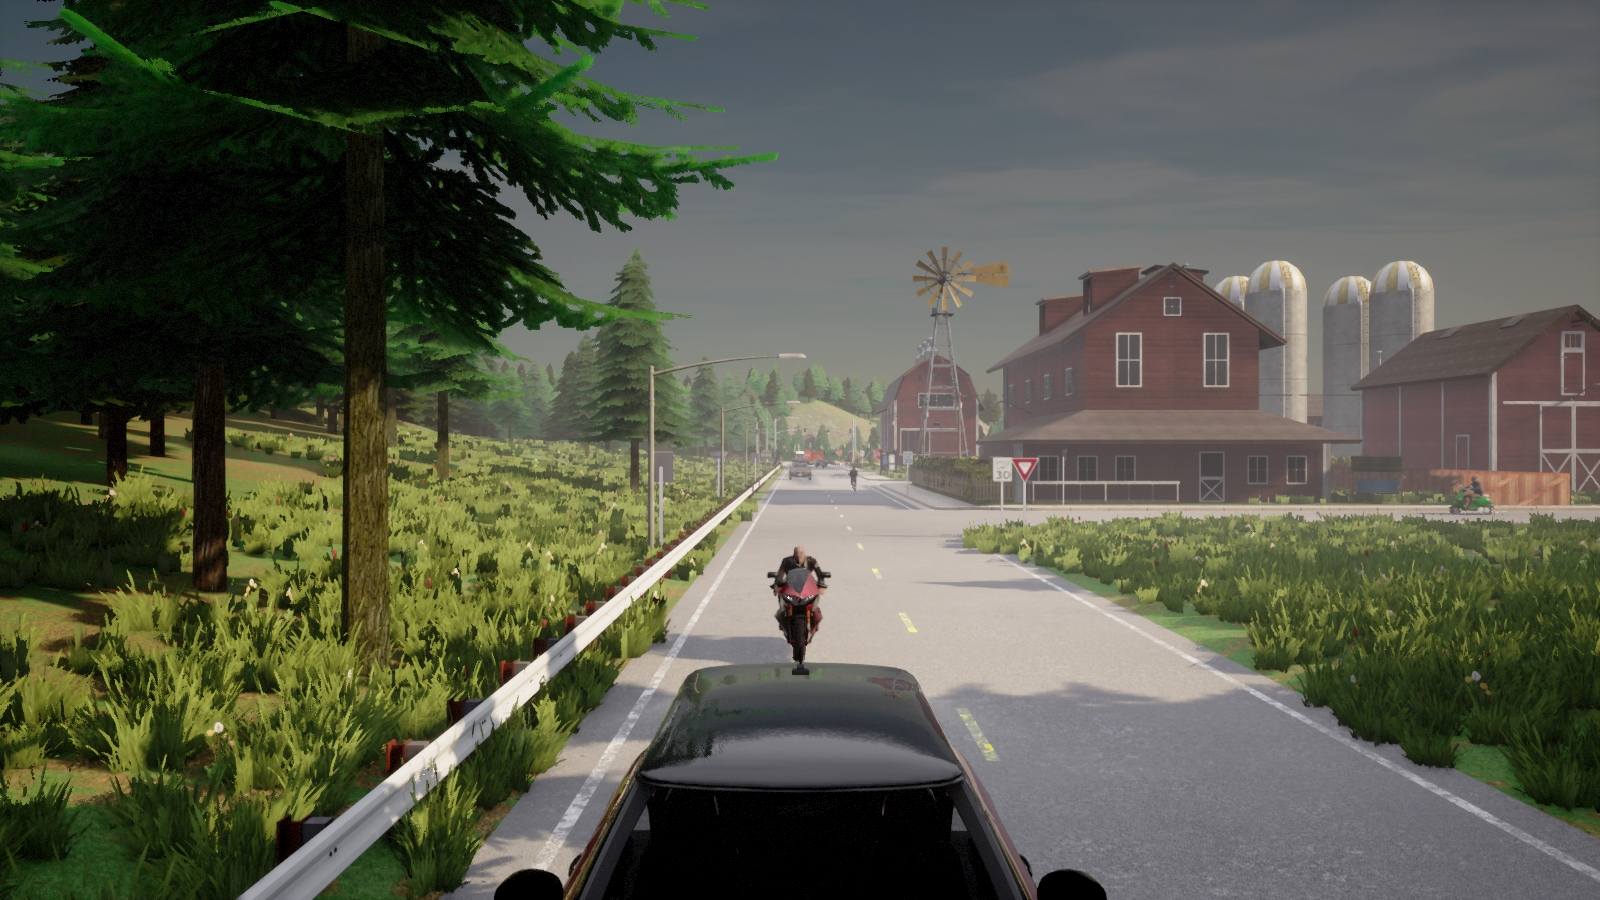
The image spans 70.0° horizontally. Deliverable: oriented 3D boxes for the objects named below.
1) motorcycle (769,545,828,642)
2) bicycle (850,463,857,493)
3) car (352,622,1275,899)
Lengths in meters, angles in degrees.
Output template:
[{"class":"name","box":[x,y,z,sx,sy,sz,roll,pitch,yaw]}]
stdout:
[{"class":"motorcycle","box":[-0.029,2.205,17.939,0.867,1.251,2.209,0,0,0]},{"class":"bicycle","box":[3.513,1.836,74.975,0.329,1.919,1.835,0,0,0]},{"class":"car","box":[0.033,1.906,4.501,2.097,1.767,4.553,0,0,0]}]
